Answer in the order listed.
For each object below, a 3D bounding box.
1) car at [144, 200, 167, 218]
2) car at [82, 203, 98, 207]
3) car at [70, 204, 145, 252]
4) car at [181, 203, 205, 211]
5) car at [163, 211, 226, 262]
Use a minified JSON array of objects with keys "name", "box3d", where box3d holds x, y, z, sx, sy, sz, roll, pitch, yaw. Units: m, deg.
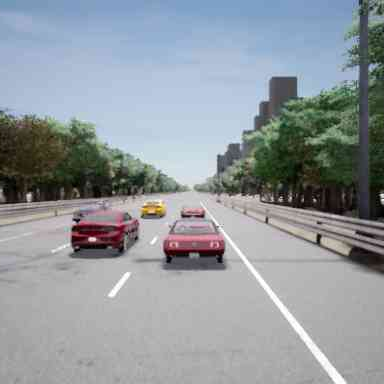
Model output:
[{"name":"car","box3d":[-3.416,1.453,30.444,1.882,1.535,5.008,0,0,0]},{"name":"car","box3d":[-6.938,1.531,24.008,2.033,1.411,5.357,0,0,0]},{"name":"car","box3d":[-3.415,1.471,13.907,1.882,1.535,5.008,0,0,0]},{"name":"car","box3d":[0.076,1.581,27.223,1.895,1.301,4.718,0,0,0]},{"name":"car","box3d":[0.079,1.595,12.085,1.895,1.301,4.718,0,0,0]}]
